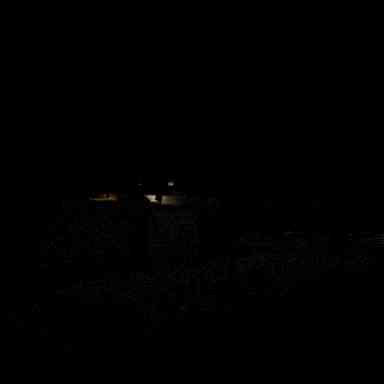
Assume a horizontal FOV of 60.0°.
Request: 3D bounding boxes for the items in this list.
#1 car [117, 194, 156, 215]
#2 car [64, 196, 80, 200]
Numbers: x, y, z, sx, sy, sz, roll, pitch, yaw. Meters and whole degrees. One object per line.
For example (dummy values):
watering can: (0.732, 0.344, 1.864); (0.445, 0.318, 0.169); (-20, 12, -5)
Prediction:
car: (-5.610, 1.232, 33.276); (2.150, 2.045, 5.566); (1, 0, -38)
car: (-17.541, 1.308, 48.633); (1.812, 1.442, 4.674); (1, 0, -38)
